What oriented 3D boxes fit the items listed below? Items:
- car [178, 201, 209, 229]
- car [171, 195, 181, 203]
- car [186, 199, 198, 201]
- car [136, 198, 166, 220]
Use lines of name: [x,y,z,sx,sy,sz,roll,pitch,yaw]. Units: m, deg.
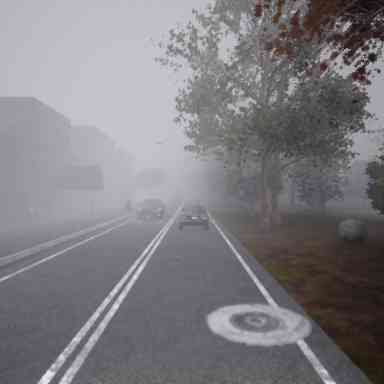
car: [0.105,1.546,21.645,2.033,1.411,5.357,0,0,0]
car: [-3.237,1.453,68.600,1.837,1.490,4.892,0,0,0]
car: [0.107,1.549,42.659,1.994,1.385,4.181,0,0,0]
car: [-3.342,1.348,27.903,2.097,1.767,4.553,0,0,0]
